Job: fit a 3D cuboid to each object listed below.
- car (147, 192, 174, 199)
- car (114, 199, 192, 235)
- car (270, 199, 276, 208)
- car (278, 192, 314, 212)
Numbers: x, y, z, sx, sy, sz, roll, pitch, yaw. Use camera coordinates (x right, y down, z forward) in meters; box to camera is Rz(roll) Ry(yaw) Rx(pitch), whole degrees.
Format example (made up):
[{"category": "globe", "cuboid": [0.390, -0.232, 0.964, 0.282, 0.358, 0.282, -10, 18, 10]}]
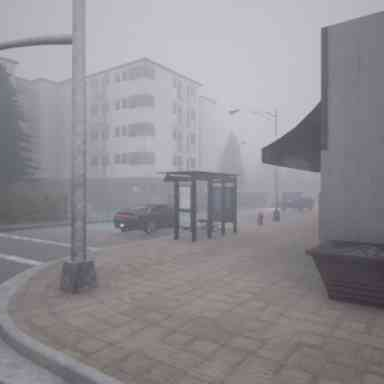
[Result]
[{"category": "car", "cuboid": [-1.776, 1.016, 23.608, 2.150, 2.045, 5.566, 0, 0, 36]}, {"category": "car", "cuboid": [-1.830, 1.304, 17.366, 1.837, 1.490, 4.892, 0, 0, 36]}, {"category": "car", "cuboid": [11.454, 1.360, 41.863, 1.994, 1.385, 4.181, 0, 0, 36]}, {"category": "car", "cuboid": [11.371, 1.027, 35.713, 2.150, 2.045, 5.566, 0, 0, 36]}]
